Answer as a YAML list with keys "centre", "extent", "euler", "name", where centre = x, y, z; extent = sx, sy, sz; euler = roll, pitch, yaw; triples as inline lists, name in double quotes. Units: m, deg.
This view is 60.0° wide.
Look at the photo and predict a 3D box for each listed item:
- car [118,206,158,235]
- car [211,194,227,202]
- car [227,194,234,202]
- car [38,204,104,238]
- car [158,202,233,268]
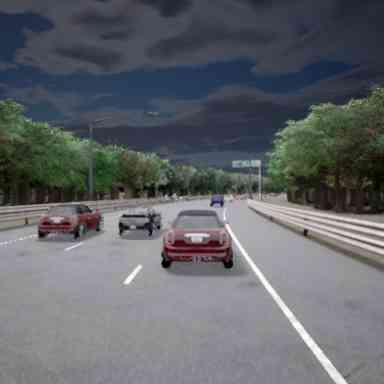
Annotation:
- centre: [-2.861, 1.570, 19.164]
  extent: [2.128, 1.511, 4.902]
  euler: [0, 0, 3]
  name: "car"
- centre: [4.644, 1.465, 59.681]
  extent: [2.150, 2.045, 5.566]
  euler: [0, 0, 9]
  name: "car"
- centre: [9.291, 1.546, 84.693]
  extent: [2.150, 2.045, 5.566]
  euler: [0, 0, 13]
  name: "car"
- centre: [-6.410, 1.421, 18.108]
  extent: [2.097, 1.767, 4.553]
  euler: [0, 0, 3]
  name: "car"
- centre: [0.217, 1.403, 11.712]
  extent: [2.097, 1.767, 4.553]
  euler: [0, 0, 2]
  name: "car"
